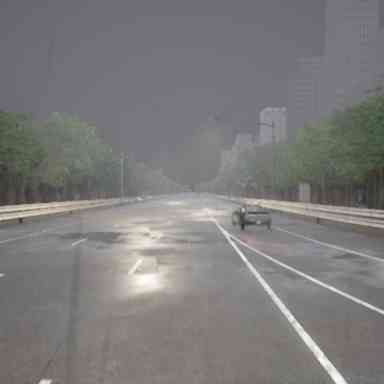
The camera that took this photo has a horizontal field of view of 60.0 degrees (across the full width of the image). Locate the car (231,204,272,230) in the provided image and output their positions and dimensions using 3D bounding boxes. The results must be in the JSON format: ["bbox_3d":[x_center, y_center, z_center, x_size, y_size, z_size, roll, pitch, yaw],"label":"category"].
[{"bbox_3d":[3.716,1.540,21.312,2.128,1.511,4.902,0,0,-2],"label":"car"}]
